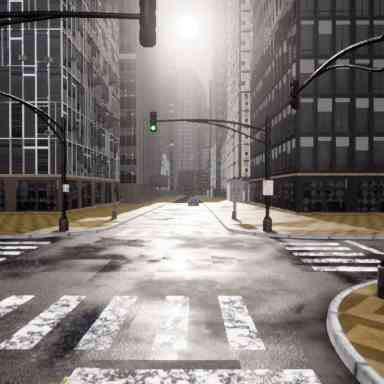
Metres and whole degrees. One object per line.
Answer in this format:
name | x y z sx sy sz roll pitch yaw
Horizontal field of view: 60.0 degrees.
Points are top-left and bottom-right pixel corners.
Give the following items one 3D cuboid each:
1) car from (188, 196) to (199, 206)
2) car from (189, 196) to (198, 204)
car | 0.258 1.632 56.279 1.895 1.301 4.718 0 0 0
car | 0.304 1.570 66.267 1.812 1.442 4.674 0 0 0
